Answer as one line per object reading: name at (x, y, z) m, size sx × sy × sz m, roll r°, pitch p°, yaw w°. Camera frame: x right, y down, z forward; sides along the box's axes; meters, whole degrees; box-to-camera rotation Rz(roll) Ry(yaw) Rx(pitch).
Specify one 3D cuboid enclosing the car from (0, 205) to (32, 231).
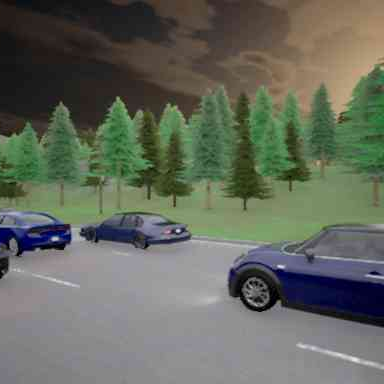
car at (-12.855, 1.589, 21.745) m, size 5.357 × 1.411 × 2.033 m, roll 0°, pitch 0°, yaw 35°

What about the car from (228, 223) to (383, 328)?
car at (2.927, 1.355, 6.185) m, size 4.553 × 1.767 × 2.097 m, roll 0°, pitch 0°, yaw 36°

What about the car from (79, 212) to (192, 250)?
car at (-2.580, 1.566, 14.424) m, size 5.357 × 1.411 × 2.033 m, roll 0°, pitch 0°, yaw 35°

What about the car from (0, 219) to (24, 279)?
car at (-6.662, 1.524, 8.730) m, size 4.892 × 1.490 × 1.837 m, roll 0°, pitch 0°, yaw 36°

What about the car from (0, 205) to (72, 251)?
car at (-6.837, 1.501, 13.162) m, size 5.008 × 1.535 × 1.882 m, roll 0°, pitch 0°, yaw 35°
